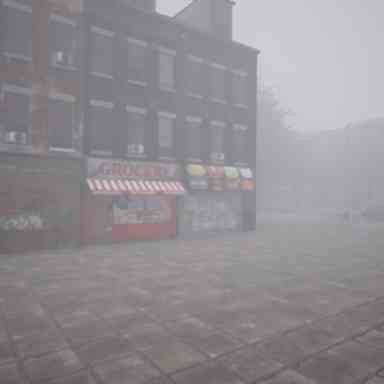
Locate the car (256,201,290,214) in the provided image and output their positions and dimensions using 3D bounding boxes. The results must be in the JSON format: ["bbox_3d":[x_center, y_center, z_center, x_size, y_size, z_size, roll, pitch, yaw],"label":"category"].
[{"bbox_3d":[8.310,1.659,35.424,1.994,1.385,4.181,1,0,-35],"label":"car"}]

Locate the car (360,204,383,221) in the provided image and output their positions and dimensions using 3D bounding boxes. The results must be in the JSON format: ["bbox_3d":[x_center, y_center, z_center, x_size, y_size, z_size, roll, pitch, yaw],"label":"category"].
[{"bbox_3d":[15.373,1.639,25.392,1.812,1.442,4.674,1,0,-35],"label":"car"}]
